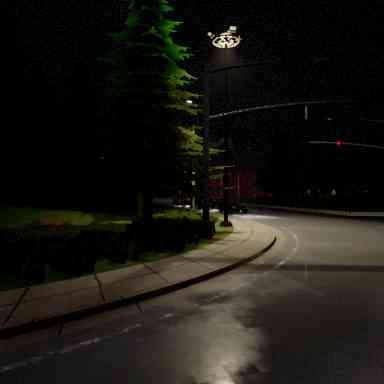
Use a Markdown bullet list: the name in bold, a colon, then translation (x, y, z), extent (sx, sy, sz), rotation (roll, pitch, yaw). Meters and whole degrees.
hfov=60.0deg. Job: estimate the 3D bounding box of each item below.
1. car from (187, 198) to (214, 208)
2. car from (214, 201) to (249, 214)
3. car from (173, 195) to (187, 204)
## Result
- **car**: translation (1.477, 1.222, 45.915), extent (2.150, 2.045, 5.566), rotation (0, 0, -16)
- **car**: translation (4.335, 1.601, 35.653), extent (1.895, 1.301, 4.718), rotation (0, 0, -15)
- **car**: translation (-1.874, 1.352, 57.323), extent (2.097, 1.767, 4.553), rotation (0, 0, -17)
